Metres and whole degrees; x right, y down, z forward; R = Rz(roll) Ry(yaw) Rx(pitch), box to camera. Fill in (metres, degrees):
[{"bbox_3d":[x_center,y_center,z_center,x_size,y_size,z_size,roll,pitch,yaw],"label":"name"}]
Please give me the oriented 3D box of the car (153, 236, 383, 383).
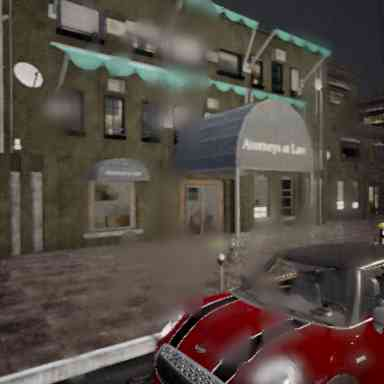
[{"bbox_3d":[1.557,1.435,3.990,4.097,1.590,1.967,0,0,-35],"label":"car"}]
